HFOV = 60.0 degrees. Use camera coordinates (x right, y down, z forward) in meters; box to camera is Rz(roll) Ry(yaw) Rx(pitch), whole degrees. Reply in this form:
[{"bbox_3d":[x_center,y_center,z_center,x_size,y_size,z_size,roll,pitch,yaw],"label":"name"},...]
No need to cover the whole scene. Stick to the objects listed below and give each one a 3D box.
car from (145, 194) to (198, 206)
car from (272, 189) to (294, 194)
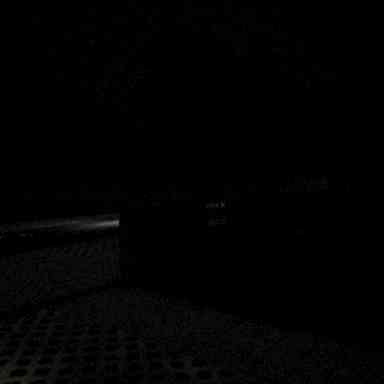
[{"bbox_3d":[-1.407,0.934,24.067,2.128,1.511,4.902,0,2,36],"label":"car"},{"bbox_3d":[11.533,0.353,42.027,2.128,1.511,4.902,0,2,36],"label":"car"}]
